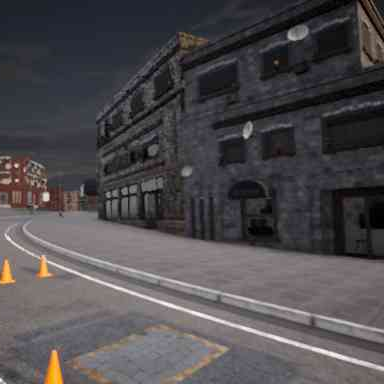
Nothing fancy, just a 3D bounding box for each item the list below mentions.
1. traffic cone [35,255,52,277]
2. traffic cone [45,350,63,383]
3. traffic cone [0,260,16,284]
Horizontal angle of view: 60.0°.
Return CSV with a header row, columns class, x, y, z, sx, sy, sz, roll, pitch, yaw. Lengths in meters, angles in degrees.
class,x,y,z,sx,sy,sz,roll,pitch,yaw
traffic cone,-4.343,2.134,9.716,0.340,0.580,0.340,-1,-1,39
traffic cone,-1.513,2.032,3.639,0.340,0.580,0.340,0,-2,39
traffic cone,-4.964,2.115,8.937,0.340,0.580,0.340,-1,-1,38
